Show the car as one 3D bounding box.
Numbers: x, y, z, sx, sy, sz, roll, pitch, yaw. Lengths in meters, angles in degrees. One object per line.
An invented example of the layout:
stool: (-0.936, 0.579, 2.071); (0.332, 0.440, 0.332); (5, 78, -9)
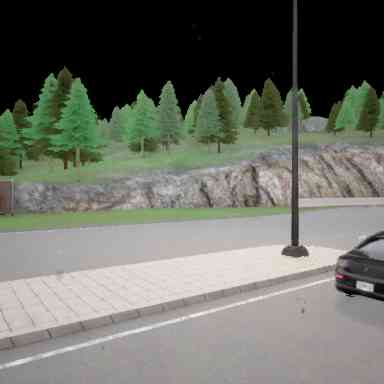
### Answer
car: (4.973, 1.526, 7.292); (4.674, 1.442, 1.812); (0, 0, -35)
